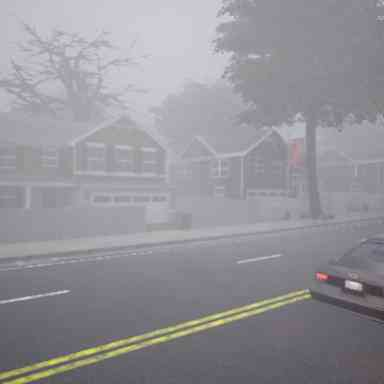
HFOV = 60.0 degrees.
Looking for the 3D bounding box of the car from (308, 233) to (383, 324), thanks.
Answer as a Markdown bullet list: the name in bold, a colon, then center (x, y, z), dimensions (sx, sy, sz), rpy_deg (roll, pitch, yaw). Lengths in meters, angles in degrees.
- **car**: center (4.660, 1.545, 6.813), dimensions (5.357, 1.411, 2.033), rpy_deg (0, 0, -35)
